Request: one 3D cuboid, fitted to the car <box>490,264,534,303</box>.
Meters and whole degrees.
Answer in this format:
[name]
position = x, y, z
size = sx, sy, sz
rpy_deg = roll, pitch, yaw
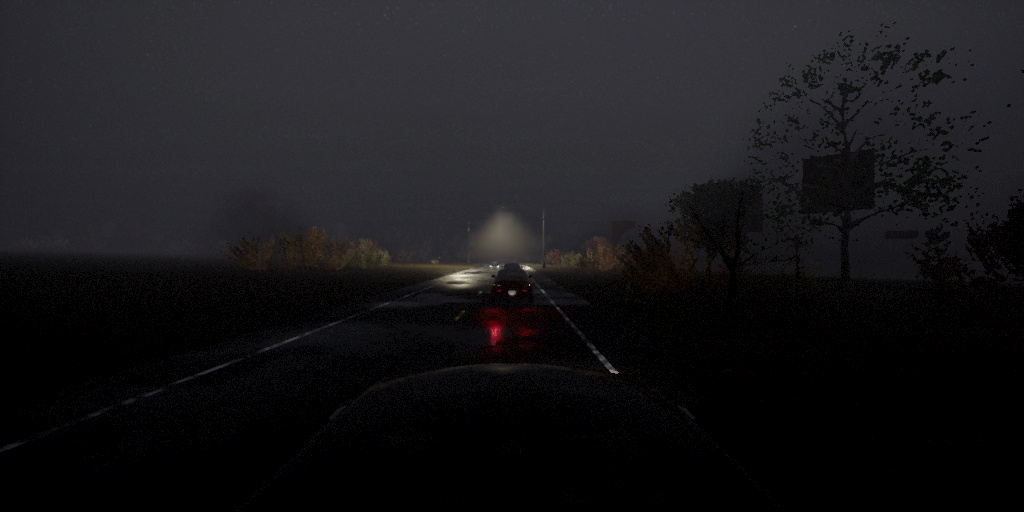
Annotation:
[car]
position = 0.000, 1.285, 16.501
size = 1.812, 1.442, 4.674
rpy_deg = 0, 0, 0
